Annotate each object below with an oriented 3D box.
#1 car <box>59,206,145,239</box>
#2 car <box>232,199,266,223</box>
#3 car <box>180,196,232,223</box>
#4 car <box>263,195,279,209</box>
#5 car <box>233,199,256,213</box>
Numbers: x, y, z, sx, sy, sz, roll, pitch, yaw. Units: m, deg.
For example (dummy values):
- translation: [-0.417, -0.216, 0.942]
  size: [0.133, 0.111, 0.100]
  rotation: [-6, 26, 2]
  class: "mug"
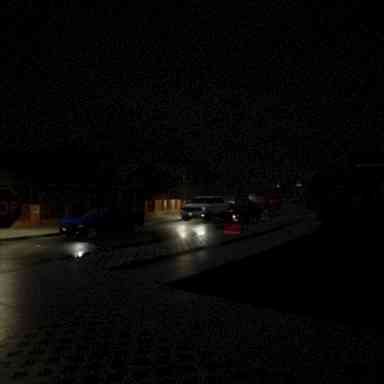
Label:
- translation: [-4.710, 1.544, 17.983]
  size: [1.882, 1.535, 5.008]
  rotation: [0, 0, 34]
  class: "car"
- translation: [4.293, 1.621, 27.224]
  size: [1.837, 1.490, 4.892]
  rotation: [0, 0, 27]
  class: "car"
- translation: [1.134, 1.339, 27.467]
  size: [2.150, 2.045, 5.566]
  rotation: [0, -1, 27]
  class: "car"
- translation: [11.680, 1.429, 49.121]
  size: [2.150, 2.045, 5.566]
  rotation: [0, 0, 11]
  class: "car"
- translation: [6.420, 1.649, 40.081]
  size: [1.882, 1.535, 5.008]
  rotation: [0, 0, 18]
  class: "car"
